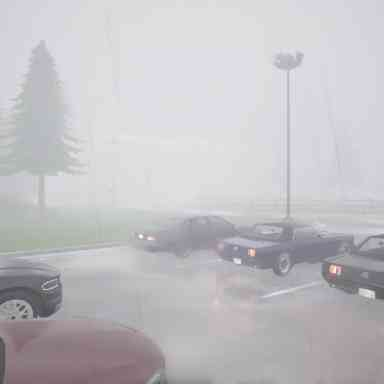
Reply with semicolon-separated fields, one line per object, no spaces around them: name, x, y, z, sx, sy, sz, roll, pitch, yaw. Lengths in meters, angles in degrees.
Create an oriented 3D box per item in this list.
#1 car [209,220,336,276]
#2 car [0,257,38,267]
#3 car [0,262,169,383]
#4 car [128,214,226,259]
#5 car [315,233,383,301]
car;3.060;1.601;10.344;4.718;1.301;1.895;0;0;-35
car;-4.532;1.478;4.814;5.008;1.535;1.882;0;0;-36
car;-2.326;1.526;2.087;4.674;1.442;1.812;0;0;-36
car;0.315;1.547;12.695;5.357;1.411;2.033;0;0;-35
car;5.080;1.601;7.485;4.718;1.301;1.895;0;0;-35
